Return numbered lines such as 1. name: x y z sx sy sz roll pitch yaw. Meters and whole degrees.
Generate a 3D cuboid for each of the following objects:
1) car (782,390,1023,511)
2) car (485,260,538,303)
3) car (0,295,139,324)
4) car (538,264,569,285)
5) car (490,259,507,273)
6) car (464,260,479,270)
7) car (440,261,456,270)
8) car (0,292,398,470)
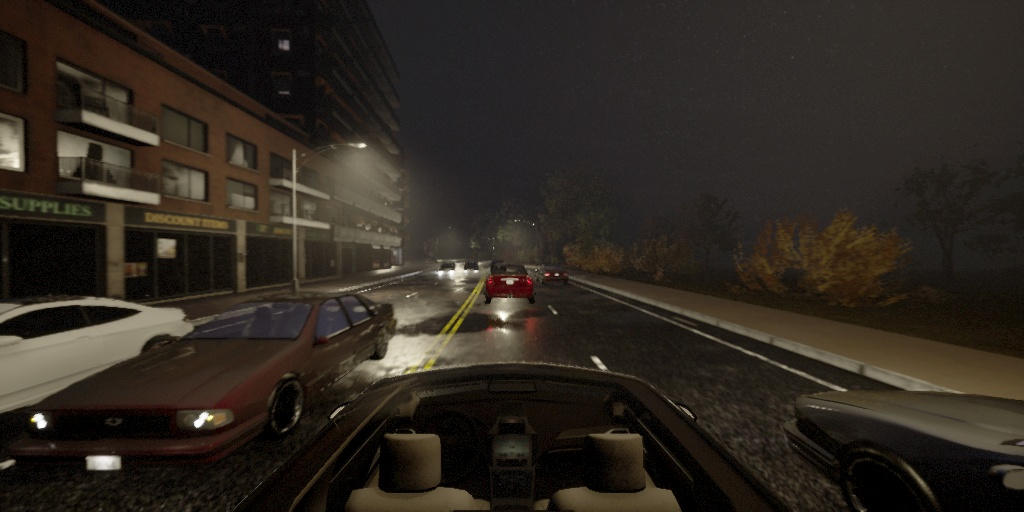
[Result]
1. car: 3.369 1.289 0.735 2.033 1.411 5.357 0 0 0
2. car: -0.150 1.089 16.738 2.097 1.767 4.553 0 0 -2
3. car: -6.628 1.291 4.564 1.812 1.442 4.674 0 0 0
4. car: 2.778 1.264 25.875 2.033 1.411 5.357 0 0 -3
5. car: -1.757 1.181 44.236 1.882 1.535 5.008 0 0 -5
6. car: -5.674 1.290 50.408 1.994 1.385 4.181 0 0 -6
7. car: -8.905 1.337 50.056 1.895 1.301 4.718 0 0 -6
8. car: -3.377 1.303 5.598 2.033 1.411 5.357 0 0 -1
